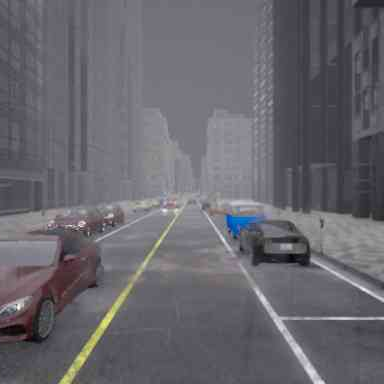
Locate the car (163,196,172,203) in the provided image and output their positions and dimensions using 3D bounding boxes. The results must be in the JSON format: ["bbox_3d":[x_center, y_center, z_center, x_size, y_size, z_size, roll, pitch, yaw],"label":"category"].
[{"bbox_3d":[-5.833,1.745,79.189,1.967,1.590,4.097,0,0,0],"label":"car"}]

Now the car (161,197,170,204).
[{"bbox_3d":[-5.835,1.871,73.547,1.802,1.307,4.206,0,0,0],"label":"car"}]

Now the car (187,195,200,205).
[{"bbox_3d":[0.047,1.866,66.395,1.895,1.301,4.718,0,0,1],"label":"car"}]

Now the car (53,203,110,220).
[{"bbox_3d":[-5.853,1.492,17.150,1.967,1.590,4.097,0,0,0],"label":"car"}]

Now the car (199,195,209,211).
[{"bbox_3d":[2.402,1.530,44.760,2.097,1.767,4.553,0,0,0],"label":"car"}]

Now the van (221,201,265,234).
[{"bbox_3d":[2.672,1.392,17.132,1.690,1.788,3.998,0,0,0],"label":"van"}]

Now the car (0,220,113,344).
[{"bbox_3d":[-3.099,1.544,6.580,1.812,1.442,4.674,0,0,0],"label":"car"}]

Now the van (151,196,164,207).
[{"bbox_3d":[-5.841,1.572,56.629,1.690,1.788,3.998,0,0,0],"label":"van"}]

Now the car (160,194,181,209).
[{"bbox_3d":[-3.066,1.548,48.749,2.097,1.767,4.553,0,0,0],"label":"car"}]

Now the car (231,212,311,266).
[{"bbox_3d":[2.671,1.597,11.492,1.947,1.339,4.313,0,0,0],"label":"car"}]

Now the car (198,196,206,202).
[{"bbox_3d":[2.697,1.880,90.440,1.887,1.381,4.507,0,0,0],"label":"car"}]

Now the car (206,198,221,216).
[{"bbox_3d":[2.678,1.651,34.255,1.752,1.417,4.829,0,-1,1],"label":"car"}]

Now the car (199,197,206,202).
[{"bbox_3d":[2.695,1.902,84.800,1.802,1.307,4.206,0,0,0],"label":"car"}]

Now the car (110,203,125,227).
[{"bbox_3d":[-5.851,1.514,22.788,1.967,1.590,4.097,0,0,0],"label":"car"}]

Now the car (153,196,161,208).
[{"bbox_3d":[-5.844,1.731,50.816,1.752,1.417,4.829,0,0,0],"label":"car"}]

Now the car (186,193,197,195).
[{"bbox_3d":[0.028,1.710,85.199,2.033,1.411,5.357,0,0,0],"label":"car"}]

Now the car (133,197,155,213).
[{"bbox_3d":[-5.854,1.677,39.504,1.752,1.417,4.829,0,-1,1],"label":"car"}]
